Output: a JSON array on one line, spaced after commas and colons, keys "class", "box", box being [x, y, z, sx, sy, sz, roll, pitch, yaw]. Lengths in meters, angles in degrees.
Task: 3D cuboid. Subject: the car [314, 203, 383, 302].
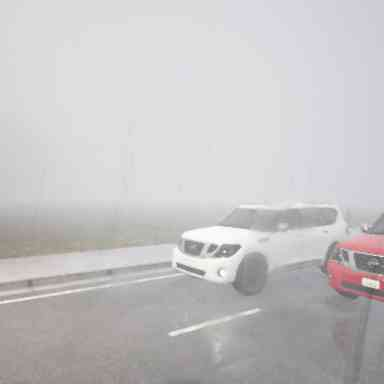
[{"class": "car", "box": [5.470, 1.332, 7.616, 5.566, 2.045, 2.150, 1, -1, -36]}]

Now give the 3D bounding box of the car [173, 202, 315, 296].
[{"class": "car", "box": [2.173, 1.310, 9.250, 5.566, 2.045, 2.150, 1, -1, -36]}]
